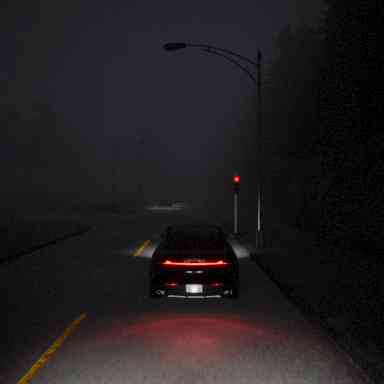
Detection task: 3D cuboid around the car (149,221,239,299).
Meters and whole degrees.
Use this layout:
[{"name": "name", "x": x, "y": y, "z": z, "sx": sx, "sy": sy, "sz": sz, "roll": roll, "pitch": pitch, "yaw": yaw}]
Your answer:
[{"name": "car", "x": 0.061, "y": 1.505, "z": 8.459, "sx": 1.837, "sy": 1.490, "sz": 4.892, "roll": 0, "pitch": 0, "yaw": 0}]

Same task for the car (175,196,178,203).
[{"name": "car", "x": -4.057, "y": 1.477, "z": 60.531, "sx": 1.882, "sy": 1.535, "sz": 5.008, "roll": 0, "pitch": 0, "yaw": 0}]

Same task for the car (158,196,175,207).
[{"name": "car", "x": -4.082, "y": 1.477, "z": 51.186, "sx": 1.882, "sy": 1.535, "sz": 5.008, "roll": 0, "pitch": 0, "yaw": 0}]

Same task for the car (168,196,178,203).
[{"name": "car", "x": -3.983, "y": 1.522, "z": 70.733, "sx": 1.812, "sy": 1.442, "sz": 4.674, "roll": 0, "pitch": 0, "yaw": 0}]
